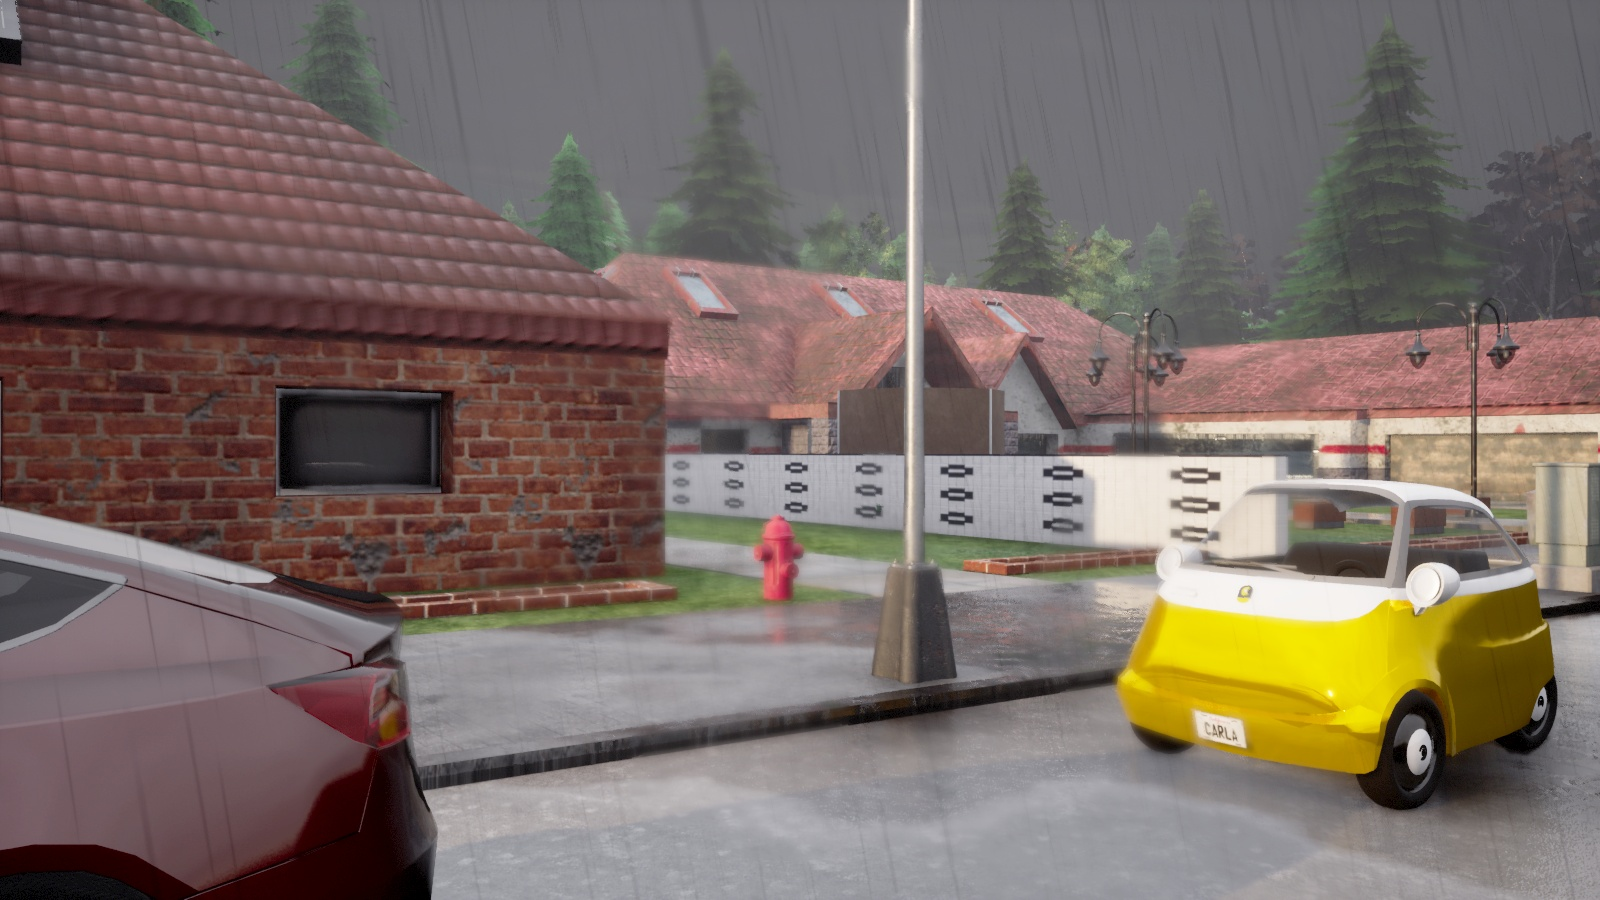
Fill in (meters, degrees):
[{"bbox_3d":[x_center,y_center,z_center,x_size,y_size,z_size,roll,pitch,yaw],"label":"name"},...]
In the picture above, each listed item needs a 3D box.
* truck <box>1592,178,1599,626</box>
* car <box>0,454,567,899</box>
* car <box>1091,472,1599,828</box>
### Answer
[{"bbox_3d":[11.095,-0.414,11.998,8.468,3.827,2.891,0,0,-35],"label":"truck"},{"bbox_3d":[-3.070,0.756,2.135,4.792,1.488,2.163,0,0,-35],"label":"car"},{"bbox_3d":[2.760,0.809,6.189,2.207,1.376,1.481,0,0,-35],"label":"car"}]
